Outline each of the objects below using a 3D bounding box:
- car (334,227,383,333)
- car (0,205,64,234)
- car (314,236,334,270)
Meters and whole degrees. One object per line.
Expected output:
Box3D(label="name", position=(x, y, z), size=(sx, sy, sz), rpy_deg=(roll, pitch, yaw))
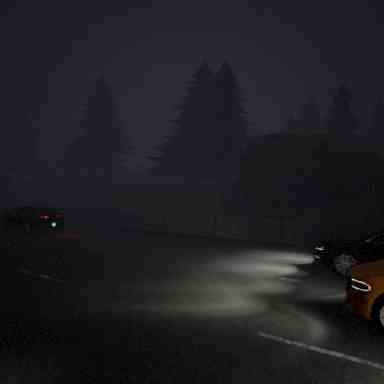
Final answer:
Box3D(label="car", position=(4.949, 1.481, 4.760), size=(5.008, 1.535, 1.882), rpy_deg=(0, 0, 36))
Box3D(label="car", position=(-9.410, 1.500, 19.317), size=(4.892, 1.490, 1.837), rpy_deg=(0, 0, 36))
Box3D(label="car", position=(5.713, 1.506, 8.515), size=(4.892, 1.490, 1.837), rpy_deg=(0, 0, 36))
